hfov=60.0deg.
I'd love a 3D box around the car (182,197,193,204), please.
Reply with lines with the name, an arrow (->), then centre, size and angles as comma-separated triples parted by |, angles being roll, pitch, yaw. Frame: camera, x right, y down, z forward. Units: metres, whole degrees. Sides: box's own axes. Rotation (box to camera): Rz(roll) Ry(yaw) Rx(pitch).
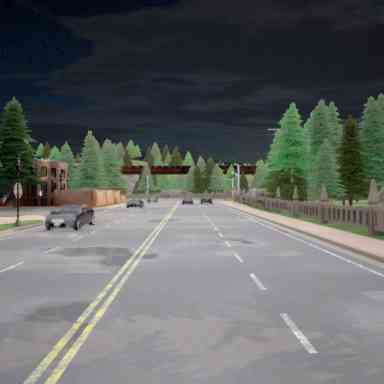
car -> -0.830, 1.562, 63.588 | 1.994, 1.385, 4.181 | 0, 0, -1

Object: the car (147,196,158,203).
car -> -7.999, 1.495, 68.004 | 2.128, 1.511, 4.902 | 0, 0, -1

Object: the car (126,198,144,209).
car -> -7.762, 1.563, 45.694 | 1.994, 1.385, 4.181 | 0, 0, -1

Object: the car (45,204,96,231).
car -> -7.392, 1.491, 20.598 | 2.128, 1.511, 4.902 | 0, 0, -1

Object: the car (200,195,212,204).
car -> 2.680, 1.352, 62.983 | 2.097, 1.767, 4.553 | 0, 0, -1
